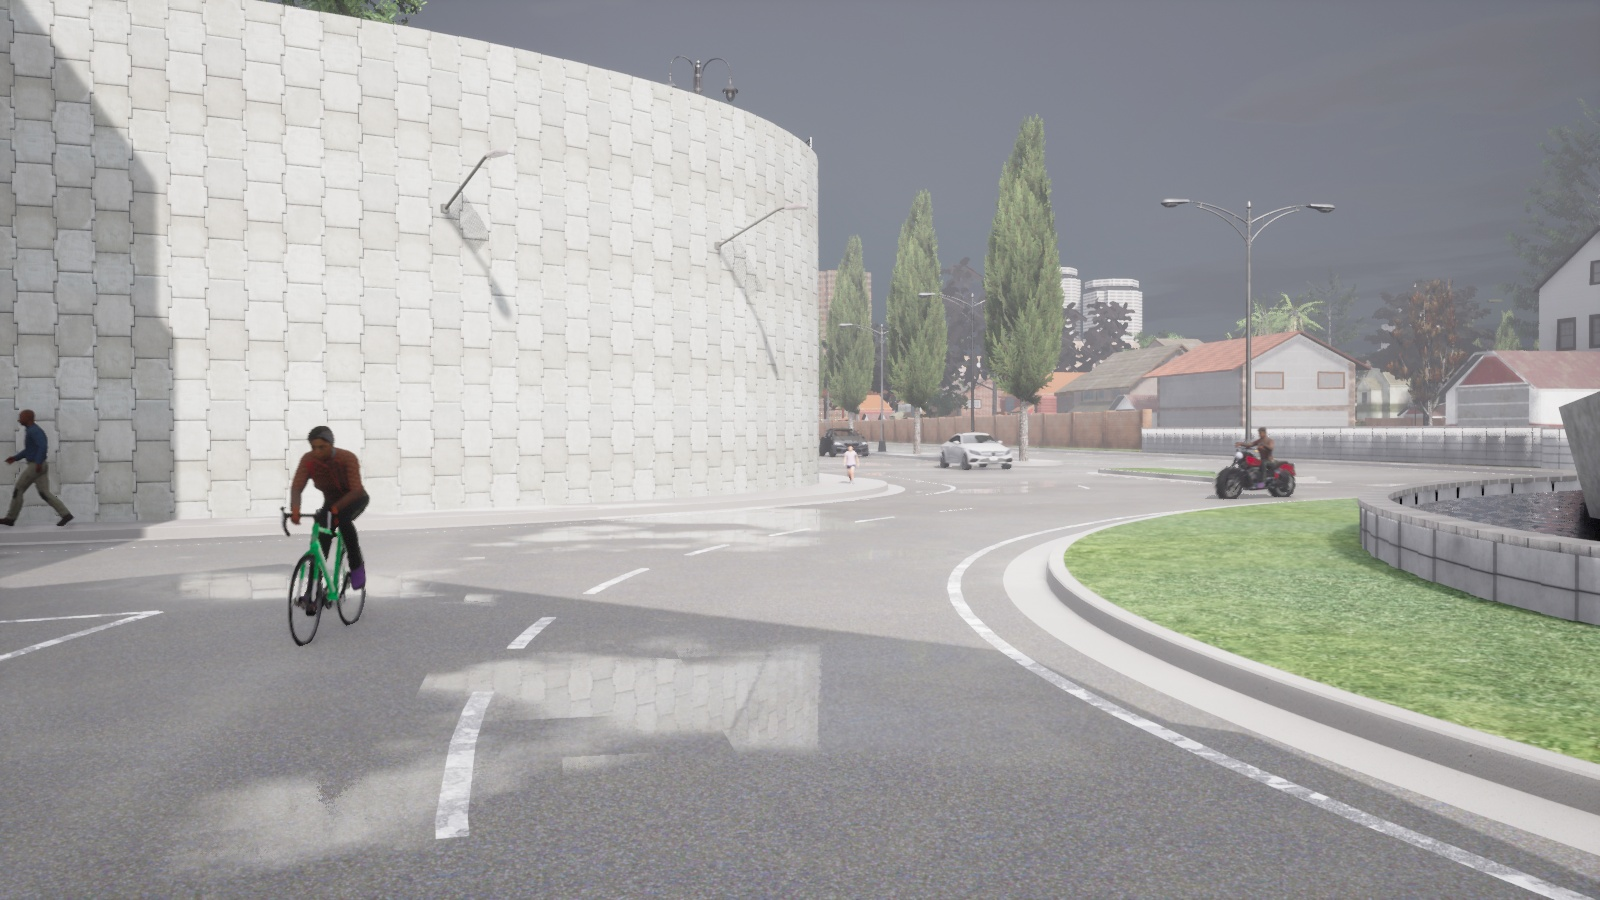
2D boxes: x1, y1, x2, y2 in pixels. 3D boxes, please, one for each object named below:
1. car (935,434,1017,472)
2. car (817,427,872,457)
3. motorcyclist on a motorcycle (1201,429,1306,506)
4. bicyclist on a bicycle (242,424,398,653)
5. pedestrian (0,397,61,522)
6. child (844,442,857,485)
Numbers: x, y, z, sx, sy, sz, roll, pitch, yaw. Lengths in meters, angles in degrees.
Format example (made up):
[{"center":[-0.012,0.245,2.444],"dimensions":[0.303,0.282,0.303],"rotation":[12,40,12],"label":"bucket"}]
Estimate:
[{"center":[6.895,0.083,49.612],"dimensions":[1.812,1.442,4.674],"rotation":[0,1,-10],"label":"car"},{"center":[2.559,-0.491,73.077],"dimensions":[2.242,1.667,4.611],"rotation":[0,1,-10],"label":"car"},{"center":[10.079,0.368,27.902],"dimensions":[2.350,1.649,0.766],"rotation":[0,2,-27],"label":"motorcyclist on a motorcycle"},{"center":[-3.660,0.610,9.711],"dimensions":[0.582,1.620,1.656],"rotation":[1,1,-1],"label":"bicyclist on a bicycle"},{"center":[-11.526,0.137,18.799],"dimensions":[0.726,1.835,0.370],"rotation":[0,1,-20],"label":"pedestrian"},{"center":[1.322,0.341,32.786],"dimensions":[0.255,1.110,0.394],"rotation":[0,1,16],"label":"child"}]
